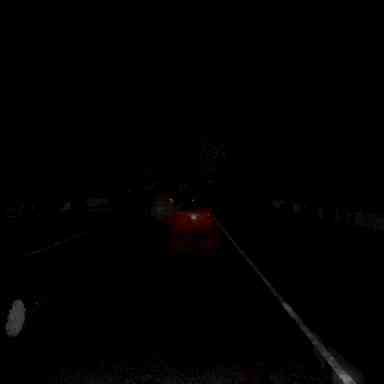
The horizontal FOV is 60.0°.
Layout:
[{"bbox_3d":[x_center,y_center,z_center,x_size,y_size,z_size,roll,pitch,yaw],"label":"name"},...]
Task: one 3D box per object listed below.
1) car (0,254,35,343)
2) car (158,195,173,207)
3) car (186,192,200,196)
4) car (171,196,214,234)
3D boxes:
[{"bbox_3d":[-3.600,1.475,3.600,1.882,1.535,5.008,0,0,0],"label":"car"},{"bbox_3d":[-3.580,1.179,46.584,2.097,1.767,4.553,0,0,0],"label":"car"},{"bbox_3d":[0.099,1.073,41.497,2.150,2.045,5.566,0,0,0],"label":"car"},{"bbox_3d":[0.100,1.306,19.089,2.097,1.767,4.553,0,0,0],"label":"car"}]
